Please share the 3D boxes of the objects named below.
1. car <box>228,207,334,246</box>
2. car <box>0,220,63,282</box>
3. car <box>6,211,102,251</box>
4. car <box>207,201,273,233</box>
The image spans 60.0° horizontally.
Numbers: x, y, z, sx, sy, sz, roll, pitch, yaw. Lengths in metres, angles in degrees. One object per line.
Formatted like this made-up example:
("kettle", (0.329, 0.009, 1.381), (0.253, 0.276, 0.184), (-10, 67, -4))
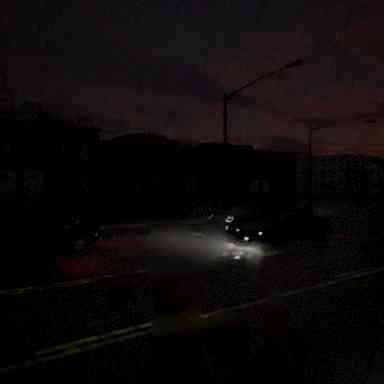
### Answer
("car", (4.497, 1.612, 15.744), (5.357, 1.411, 2.033), (0, 0, -35))
("car", (-5.993, 1.600, 8.293), (4.718, 1.301, 1.895), (0, 0, -35))
("car", (-5.937, 1.519, 12.625), (4.892, 1.490, 1.837), (1, -1, -35))
("car", (3.033, 1.420, 18.995), (4.553, 1.767, 2.097), (0, 0, -35))
